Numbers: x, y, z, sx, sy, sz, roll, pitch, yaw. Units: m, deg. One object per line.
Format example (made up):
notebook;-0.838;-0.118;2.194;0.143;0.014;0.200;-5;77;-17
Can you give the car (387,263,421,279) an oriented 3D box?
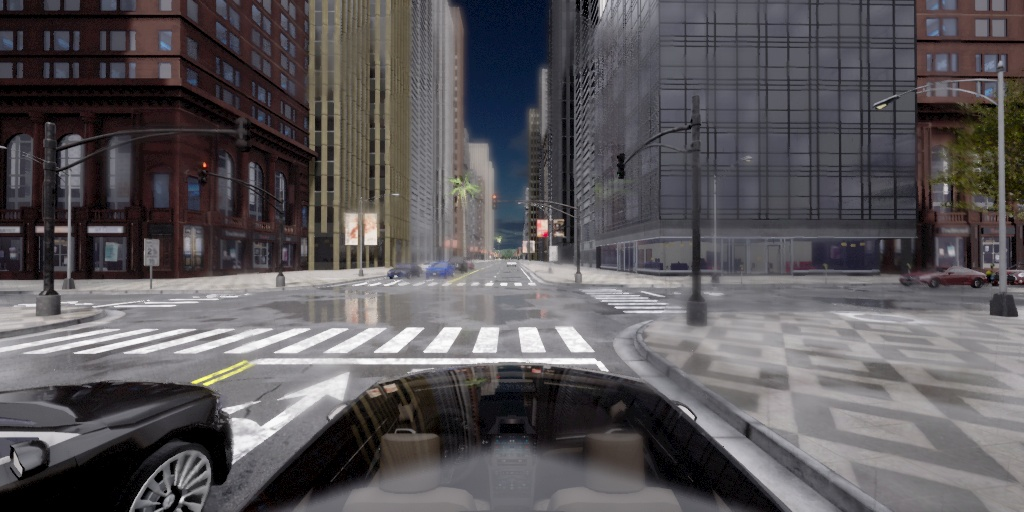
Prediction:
car;-9.863;1.361;33.518;2.033;1.411;5.357;0;0;3

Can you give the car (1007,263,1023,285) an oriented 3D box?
car;32.073;1.117;22.090;4.097;1.591;1.967;0;0;-1

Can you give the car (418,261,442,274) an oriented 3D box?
car;-9.913;1.371;43.705;1.812;1.442;4.674;0;0;0

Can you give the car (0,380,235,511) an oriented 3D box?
car;-3.138;1.241;0.908;2.128;1.511;4.902;0;0;-1

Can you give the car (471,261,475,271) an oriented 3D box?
car;-6.657;1.411;53.946;1.812;1.442;4.674;0;0;0

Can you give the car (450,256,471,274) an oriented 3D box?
car;-6.659;1.067;43.656;2.150;2.045;5.566;0;0;0

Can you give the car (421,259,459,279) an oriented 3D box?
car;-6.643;1.291;33.548;1.882;1.535;5.008;0;0;2

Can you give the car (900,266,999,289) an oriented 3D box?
car;26.435;1.275;21.994;4.207;1.307;1.802;0;0;-1
